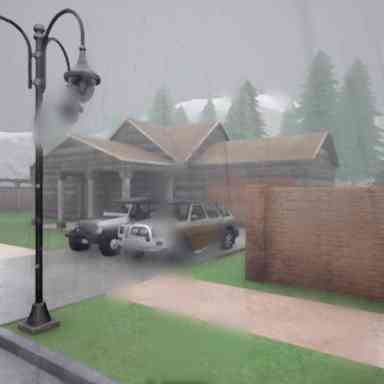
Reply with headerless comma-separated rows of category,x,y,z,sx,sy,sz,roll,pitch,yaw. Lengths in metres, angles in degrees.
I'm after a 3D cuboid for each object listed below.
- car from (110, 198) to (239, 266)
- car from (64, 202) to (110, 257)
car,-0.222,1.161,11.131,1.932,1.855,4.605,0,0,35
car,-2.509,1.158,12.246,1.905,1.878,3.866,0,0,35
